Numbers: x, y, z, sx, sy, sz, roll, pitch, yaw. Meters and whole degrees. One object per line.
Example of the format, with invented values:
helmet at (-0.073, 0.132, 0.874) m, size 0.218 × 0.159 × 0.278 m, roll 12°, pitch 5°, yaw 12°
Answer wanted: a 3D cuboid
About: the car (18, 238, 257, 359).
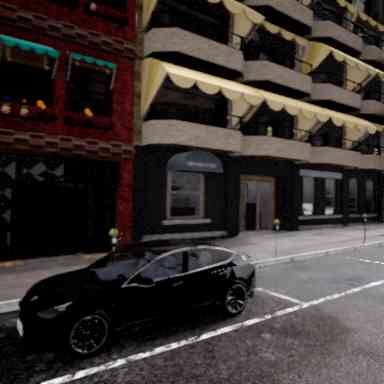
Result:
car at (-0.694, 1.589, 6.051) m, size 4.313 × 1.339 × 1.947 m, roll 1°, pitch 1°, yaw -35°
